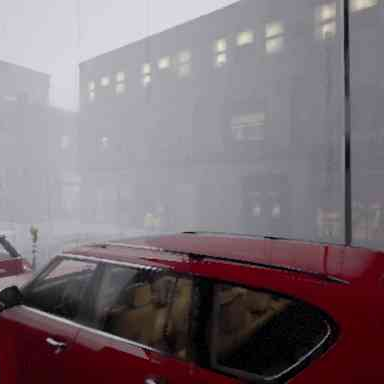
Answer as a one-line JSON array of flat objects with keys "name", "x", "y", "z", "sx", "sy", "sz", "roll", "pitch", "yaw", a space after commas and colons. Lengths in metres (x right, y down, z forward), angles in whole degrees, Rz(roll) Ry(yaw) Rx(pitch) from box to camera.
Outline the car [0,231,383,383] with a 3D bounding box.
[{"name": "car", "x": -0.351, "y": 1.314, "z": 3.141, "sx": 5.009, "sy": 1.841, "sz": 2.192, "roll": 0, "pitch": -1, "yaw": 36}]
